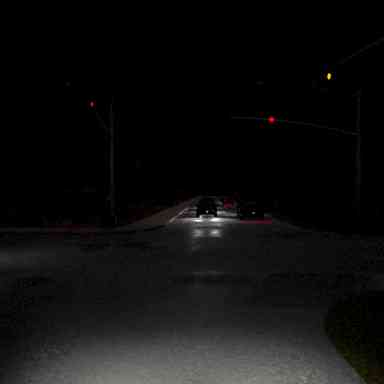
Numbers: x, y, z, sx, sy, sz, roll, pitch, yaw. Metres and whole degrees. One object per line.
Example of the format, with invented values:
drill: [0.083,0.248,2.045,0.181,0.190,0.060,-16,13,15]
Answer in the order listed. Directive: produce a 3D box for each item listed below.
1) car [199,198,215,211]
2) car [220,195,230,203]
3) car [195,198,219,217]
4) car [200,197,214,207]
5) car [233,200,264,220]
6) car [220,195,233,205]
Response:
car: [1.847,1.470,40.449,1.837,1.490,4.892,0,0,3]
car: [6.838,1.470,68.975,1.837,1.490,4.892,0,0,3]
car: [1.384,1.470,30.997,1.837,1.490,4.892,0,0,3]
car: [2.339,1.529,50.357,1.994,1.385,4.181,0,0,3]
car: [4.843,1.443,27.991,1.882,1.535,5.008,0,0,3]
car: [6.353,1.566,59.014,1.895,1.301,4.718,0,0,3]
